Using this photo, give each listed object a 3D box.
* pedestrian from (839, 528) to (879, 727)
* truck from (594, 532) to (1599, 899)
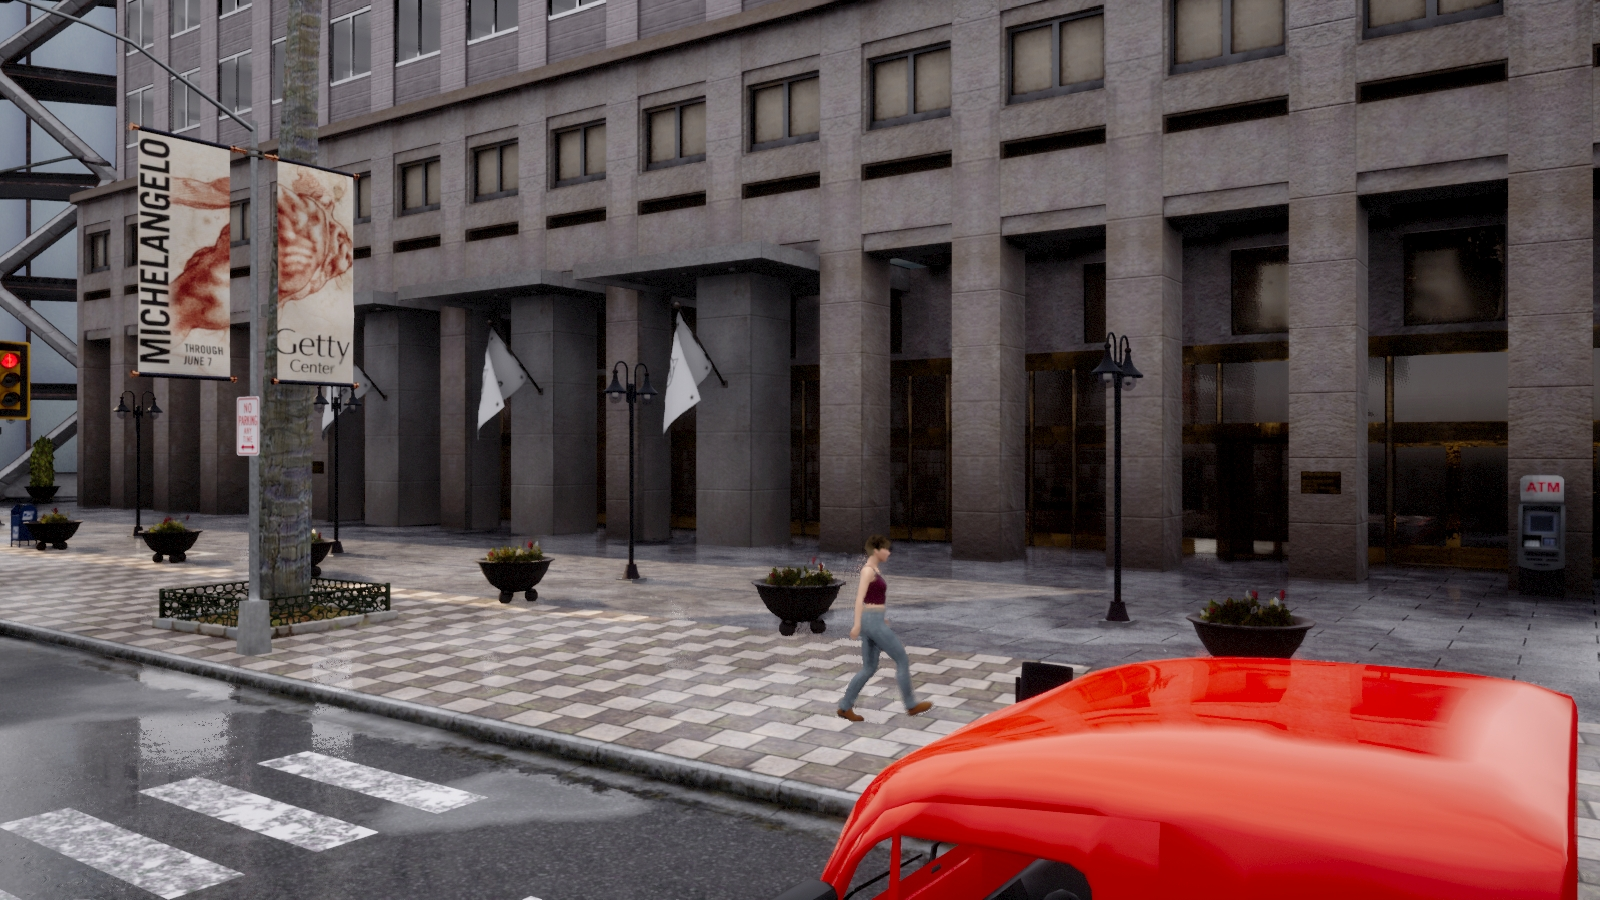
[{"bbox_3d":[0.570,1.695,11.022,0.375,1.860,0.375,0,0,2],"label":"pedestrian"},{"bbox_3d":[2.439,1.568,2.094,5.204,2.467,2.627,0,0,35],"label":"truck"}]
